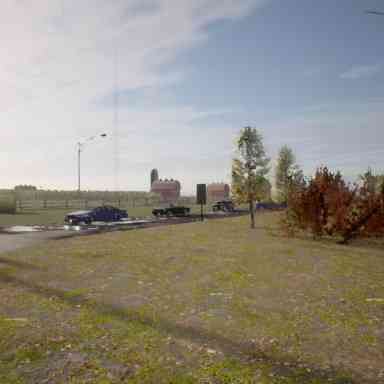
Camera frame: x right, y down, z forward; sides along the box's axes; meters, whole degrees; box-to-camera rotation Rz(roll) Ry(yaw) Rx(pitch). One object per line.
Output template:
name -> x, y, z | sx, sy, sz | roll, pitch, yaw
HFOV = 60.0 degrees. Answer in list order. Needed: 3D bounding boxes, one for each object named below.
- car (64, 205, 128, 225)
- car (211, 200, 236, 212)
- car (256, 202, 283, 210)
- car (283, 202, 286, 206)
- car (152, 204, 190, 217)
car -> -7.507, 1.763, 26.737 | 2.033, 1.411, 5.357 | -1, -1, 32
car -> 4.401, 1.934, 45.791 | 1.837, 1.490, 4.892 | -1, -2, 32
car -> 11.452, 1.649, 50.322 | 2.150, 2.045, 5.566 | -1, -1, 32
car -> 16.933, 2.059, 59.313 | 1.812, 1.442, 4.674 | -1, -1, 31
car -> -2.180, 1.910, 35.229 | 1.895, 1.301, 4.718 | -1, -1, 32
